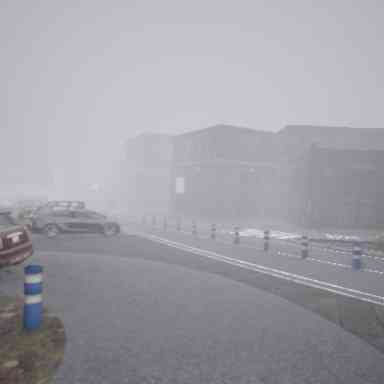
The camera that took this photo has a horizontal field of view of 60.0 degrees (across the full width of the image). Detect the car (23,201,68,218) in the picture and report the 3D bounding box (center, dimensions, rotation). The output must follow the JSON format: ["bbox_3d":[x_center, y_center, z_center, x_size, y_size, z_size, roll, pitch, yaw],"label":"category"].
[{"bbox_3d":[-16.797,2.037,38.129,4.553,1.767,2.185,2,-1,-28],"label":"car"}]

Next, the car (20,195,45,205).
[{"bbox_3d":[-33.655,1.667,70.032,4.553,1.767,2.185,2,0,-28],"label":"car"}]

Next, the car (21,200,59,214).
[{"bbox_3d":[-20.762,2.060,45.491,4.553,1.767,2.185,2,-1,-28],"label":"car"}]

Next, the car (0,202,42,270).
[{"bbox_3d":[-6.880,1.263,8.955,4.553,1.767,2.097,1,1,0],"label":"car"}]

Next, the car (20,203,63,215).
[{"bbox_3d":[-19.461,2.215,43.025,4.792,1.488,2.163,2,-1,-28],"label":"car"}]

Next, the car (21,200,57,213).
[{"bbox_3d":[-22.061,2.051,47.948,4.553,1.767,2.185,2,-1,-28],"label":"car"}]

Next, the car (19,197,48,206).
[{"bbox_3d":[-31.143,1.898,65.209,5.008,1.535,2.097,2,0,-28],"label":"car"}]

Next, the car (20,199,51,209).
[{"bbox_3d":[-27.223,2.088,57.836,4.792,1.488,2.163,2,0,-28],"label":"car"}]

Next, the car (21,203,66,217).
[{"bbox_3d":[-18.106,2.208,40.588,4.792,1.488,2.163,2,-1,-28],"label":"car"}]

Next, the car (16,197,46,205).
[{"bbox_3d":[-32.610,1.834,67.580,5.366,1.575,1.946,2,0,-28],"label":"car"}]

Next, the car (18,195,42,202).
[{"bbox_3d":[-38.939,1.567,79.973,5.008,1.535,2.097,2,0,-28],"label":"car"}]

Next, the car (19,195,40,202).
[{"bbox_3d":[-40.247,1.551,82.431,4.674,1.452,2.002,2,0,-28],"label":"car"}]

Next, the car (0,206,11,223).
[{"bbox_3d":[-18.199,2.037,31.212,1.994,1.385,4.181,2,-2,-28],"label":"car"}]

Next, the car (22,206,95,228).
[{"bbox_3d":[-10.298,1.931,25.792,5.008,1.535,2.097,2,-2,-28],"label":"car"}]

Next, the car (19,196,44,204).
[{"bbox_3d":[-35.051,1.735,72.585,4.892,1.521,2.231,2,0,-28],"label":"car"}]

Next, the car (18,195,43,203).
[{"bbox_3d":[-37.649,1.622,77.508,5.008,1.535,2.097,2,0,-28],"label":"car"}]

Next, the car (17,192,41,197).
[{"bbox_3d":[-29.863,1.700,62.732,5.566,2.045,2.435,2,0,-28],"label":"car"}]

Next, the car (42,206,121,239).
[{"bbox_3d":[-6.368,1.718,18.429,4.792,1.488,2.163,2,-3,-28],"label":"car"}]

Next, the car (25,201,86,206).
[{"bbox_3d":[-9.027,1.728,23.326,4.553,1.767,2.185,2,-3,-28],"label":"car"}]

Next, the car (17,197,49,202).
[{"bbox_3d":[-11.630,1.745,28.253,5.566,2.045,2.435,2,-2,-28],"label":"car"}]
